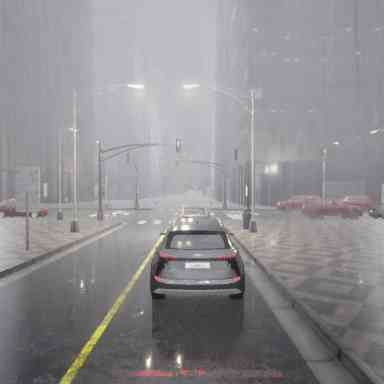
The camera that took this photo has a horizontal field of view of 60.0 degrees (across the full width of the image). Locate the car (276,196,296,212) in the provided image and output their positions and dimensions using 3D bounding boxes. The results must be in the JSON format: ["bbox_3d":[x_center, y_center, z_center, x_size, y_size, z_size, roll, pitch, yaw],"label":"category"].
[{"bbox_3d":[12.179,1.325,37.703,5.009,1.841,2.192,0,1,0],"label":"car"}]

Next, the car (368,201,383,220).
[{"bbox_3d":[17.820,1.742,29.188,4.313,1.339,1.947,0,1,0],"label":"car"}]

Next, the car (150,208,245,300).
[{"bbox_3d":[0.124,1.428,8.407,2.033,1.649,4.856,0,0,1],"label":"car"}]

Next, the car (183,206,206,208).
[{"bbox_3d":[0.129,1.507,17.493,1.837,1.490,4.892,0,0,0],"label":"car"}]

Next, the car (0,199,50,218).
[{"bbox_3d":[-14.864,1.567,29.153,4.507,1.381,1.887,0,1,0],"label":"car"}]

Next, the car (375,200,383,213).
[{"bbox_3d":[23.464,1.634,37.718,4.313,1.339,1.947,0,1,0],"label":"car"}]

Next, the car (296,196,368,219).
[{"bbox_3d":[12.178,1.463,29.179,5.009,1.841,2.192,0,1,0],"label":"car"}]

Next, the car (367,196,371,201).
[{"bbox_3d":[17.822,1.353,37.709,5.009,1.841,2.192,0,1,0],"label":"car"}]
